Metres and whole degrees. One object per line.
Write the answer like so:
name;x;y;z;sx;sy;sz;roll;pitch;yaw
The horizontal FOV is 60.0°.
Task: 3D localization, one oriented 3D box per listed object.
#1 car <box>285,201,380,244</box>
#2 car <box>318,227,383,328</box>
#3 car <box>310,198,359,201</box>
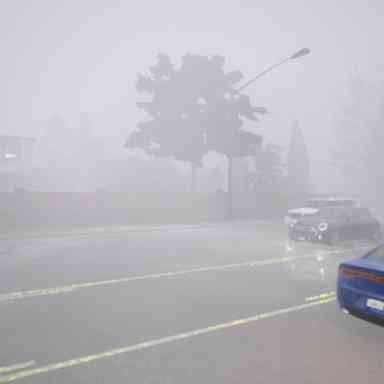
car;6.744;1.472;15.676;4.553;1.767;2.097;0;0;-30
car;4.860;1.532;6.208;5.008;1.535;1.882;0;0;-30
car;8.322;1.377;20.654;5.566;2.045;2.150;0;0;-31
